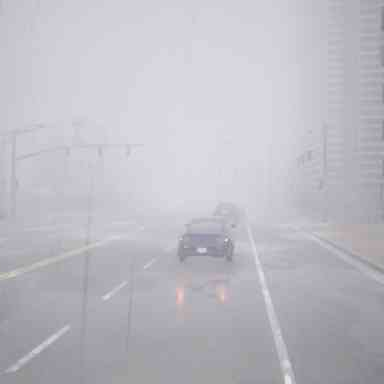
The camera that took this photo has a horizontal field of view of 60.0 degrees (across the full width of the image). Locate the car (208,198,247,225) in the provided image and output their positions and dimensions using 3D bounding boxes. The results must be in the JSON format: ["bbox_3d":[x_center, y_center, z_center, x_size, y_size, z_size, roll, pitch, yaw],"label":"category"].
[{"bbox_3d":[3.078,1.593,26.810,2.097,1.767,4.553,0,-1,18],"label":"car"}]

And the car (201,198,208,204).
[{"bbox_3d":[3.169,2.232,80.181,1.812,1.442,4.674,0,-1,8],"label":"car"}]

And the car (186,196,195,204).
[{"bbox_3d":[-0.296,2.247,80.673,2.033,1.411,5.357,0,-1,8],"label":"car"}]

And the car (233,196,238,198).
[{"bbox_3d":[11.122,2.304,86.392,2.033,1.411,5.357,0,-1,8],"label":"car"}]

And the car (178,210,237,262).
[{"bbox_3d":[0.656,1.639,12.560,1.812,1.442,4.674,0,0,9],"label":"car"}]
